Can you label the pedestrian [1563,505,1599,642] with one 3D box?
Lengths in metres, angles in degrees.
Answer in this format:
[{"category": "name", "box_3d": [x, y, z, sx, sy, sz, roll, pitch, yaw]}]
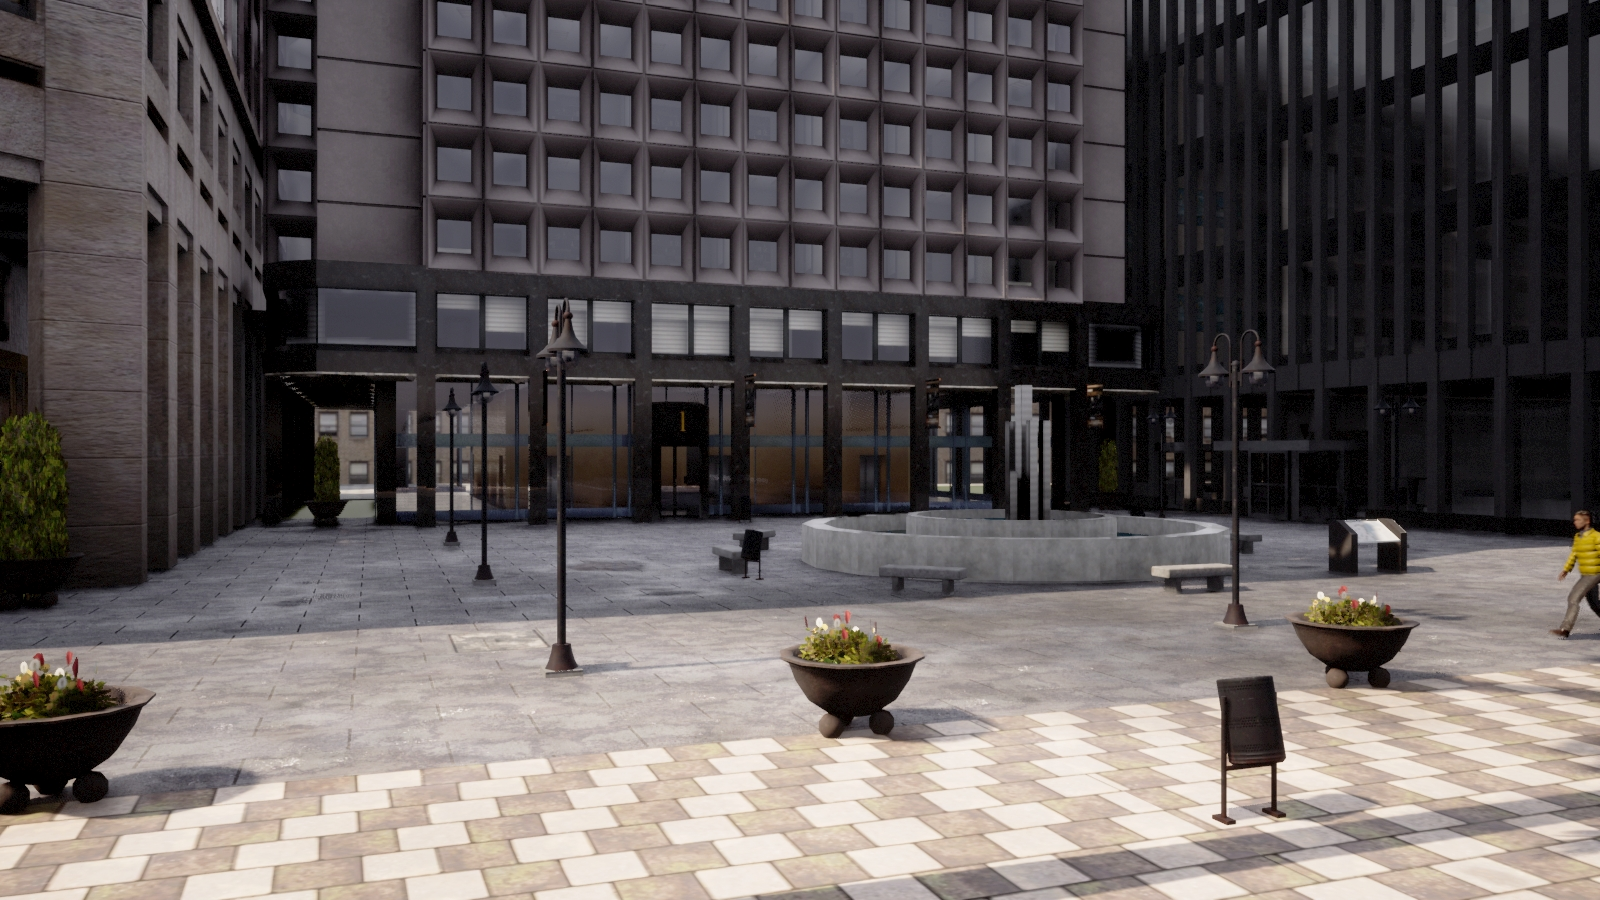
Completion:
[{"category": "pedestrian", "box_3d": [10.905, 1.702, 15.889, 0.375, 1.860, 0.375, 0, 0, 10]}]
